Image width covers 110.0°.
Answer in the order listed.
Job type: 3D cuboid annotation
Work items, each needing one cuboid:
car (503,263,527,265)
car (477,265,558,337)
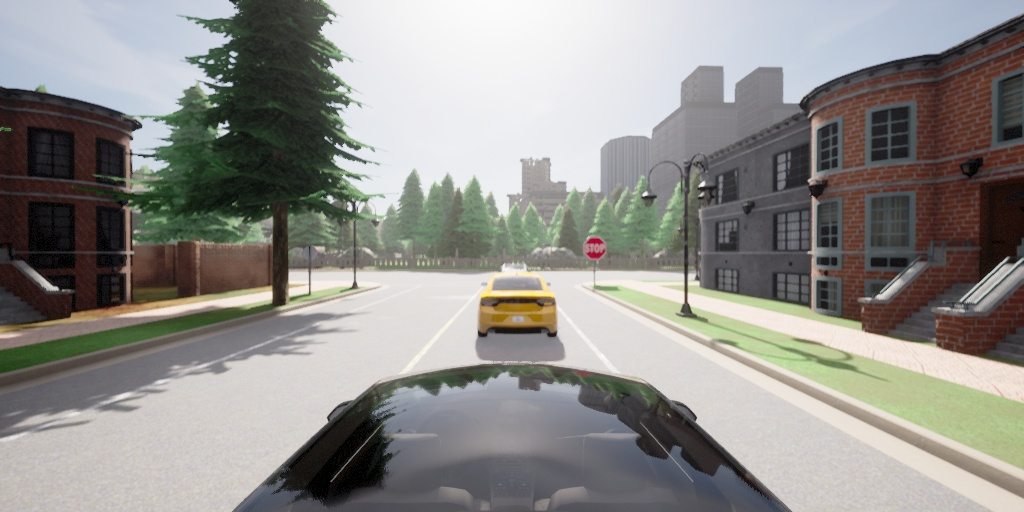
[{"bbox_3d":[0.137,1.134,19.502,2.128,1.511,4.902,0,0,1],"label":"car"},{"bbox_3d":[0.120,1.177,10.108,1.882,1.535,5.008,0,0,0],"label":"car"}]
